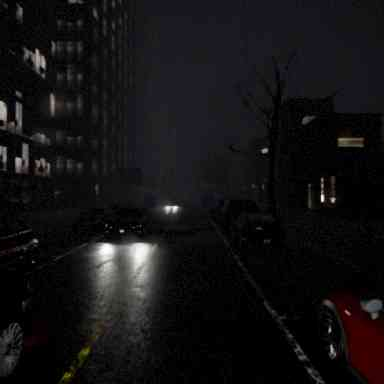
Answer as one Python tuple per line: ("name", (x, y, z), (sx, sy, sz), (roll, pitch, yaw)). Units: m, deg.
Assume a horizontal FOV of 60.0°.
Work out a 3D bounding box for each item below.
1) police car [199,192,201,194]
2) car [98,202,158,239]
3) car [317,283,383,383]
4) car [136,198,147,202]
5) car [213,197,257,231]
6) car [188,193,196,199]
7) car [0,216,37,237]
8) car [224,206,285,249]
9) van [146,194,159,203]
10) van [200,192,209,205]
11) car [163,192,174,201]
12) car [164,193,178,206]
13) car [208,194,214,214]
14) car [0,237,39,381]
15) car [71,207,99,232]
("police car", (2.958, 1.220, 69.091), (1.930, 1.638, 5.238), (0, 0, 0))
("car", (-3.087, 1.469, 17.109), (1.837, 1.490, 4.892), (0, 0, 0))
("car", (2.700, 1.434, 3.034), (1.967, 1.590, 4.097), (1, 0, 0))
("car", (-5.698, 1.474, 30.761), (1.887, 1.381, 4.507), (1, 0, 0))
("car", (2.692, 1.273, 19.671), (2.192, 1.841, 5.009), (1, 0, 0))
("car", (-0.052, 1.149, 82.919), (1.895, 1.301, 4.718), (0, 0, 0))
("car", (-5.684, 1.424, 8.574), (1.967, 1.590, 4.097), (1, 0, 0))
("car", (2.692, 1.522, 14.126), (2.008, 1.369, 4.403), (1, 0, 0))
("van", (-5.705, 1.217, 47.400), (1.690, 1.788, 3.998), (1, 0, 0))
("van", (2.671, 1.196, 52.952), (1.690, 1.788, 3.998), (1, 0, 0))
("car", (-5.725, 1.064, 80.676), (2.192, 1.841, 5.009), (1, 0, 0))
("car", (-3.110, 1.353, 51.308), (2.128, 1.511, 4.902), (0, 0, 0))
("car", (2.689, 1.258, 25.220), (2.192, 1.841, 5.009), (1, 0, 0))
("car", (-3.099, 1.488, 2.621), (2.128, 1.511, 4.902), (0, 0, 0))
("car", (-5.693, 1.541, 19.666), (1.802, 1.307, 4.206), (1, 0, 0))
